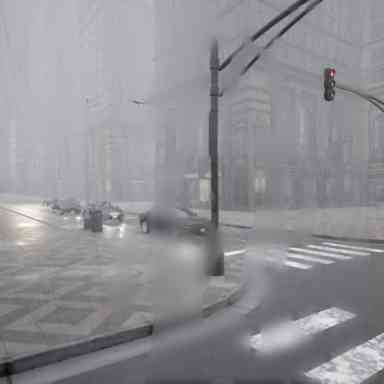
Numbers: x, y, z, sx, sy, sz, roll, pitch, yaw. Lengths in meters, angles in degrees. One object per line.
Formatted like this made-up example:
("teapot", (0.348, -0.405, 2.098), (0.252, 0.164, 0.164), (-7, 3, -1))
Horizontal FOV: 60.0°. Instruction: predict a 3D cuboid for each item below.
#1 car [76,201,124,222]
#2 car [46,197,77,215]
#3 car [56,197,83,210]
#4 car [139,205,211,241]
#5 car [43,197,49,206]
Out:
("car", (-6.862, 1.480, 25.462), (2.128, 1.511, 4.902), (0, 0, -36))
("car", (-13.010, 1.518, 34.093), (2.033, 1.411, 5.357), (0, 0, -35))
("car", (-16.401, 1.489, 44.262), (2.033, 1.411, 5.357), (0, 0, -35))
("car", (-0.947, 1.470, 17.175), (1.882, 1.535, 5.008), (0, 0, -36))
("car", (-22.043, 1.446, 52.076), (1.812, 1.442, 4.674), (0, 0, -36))
